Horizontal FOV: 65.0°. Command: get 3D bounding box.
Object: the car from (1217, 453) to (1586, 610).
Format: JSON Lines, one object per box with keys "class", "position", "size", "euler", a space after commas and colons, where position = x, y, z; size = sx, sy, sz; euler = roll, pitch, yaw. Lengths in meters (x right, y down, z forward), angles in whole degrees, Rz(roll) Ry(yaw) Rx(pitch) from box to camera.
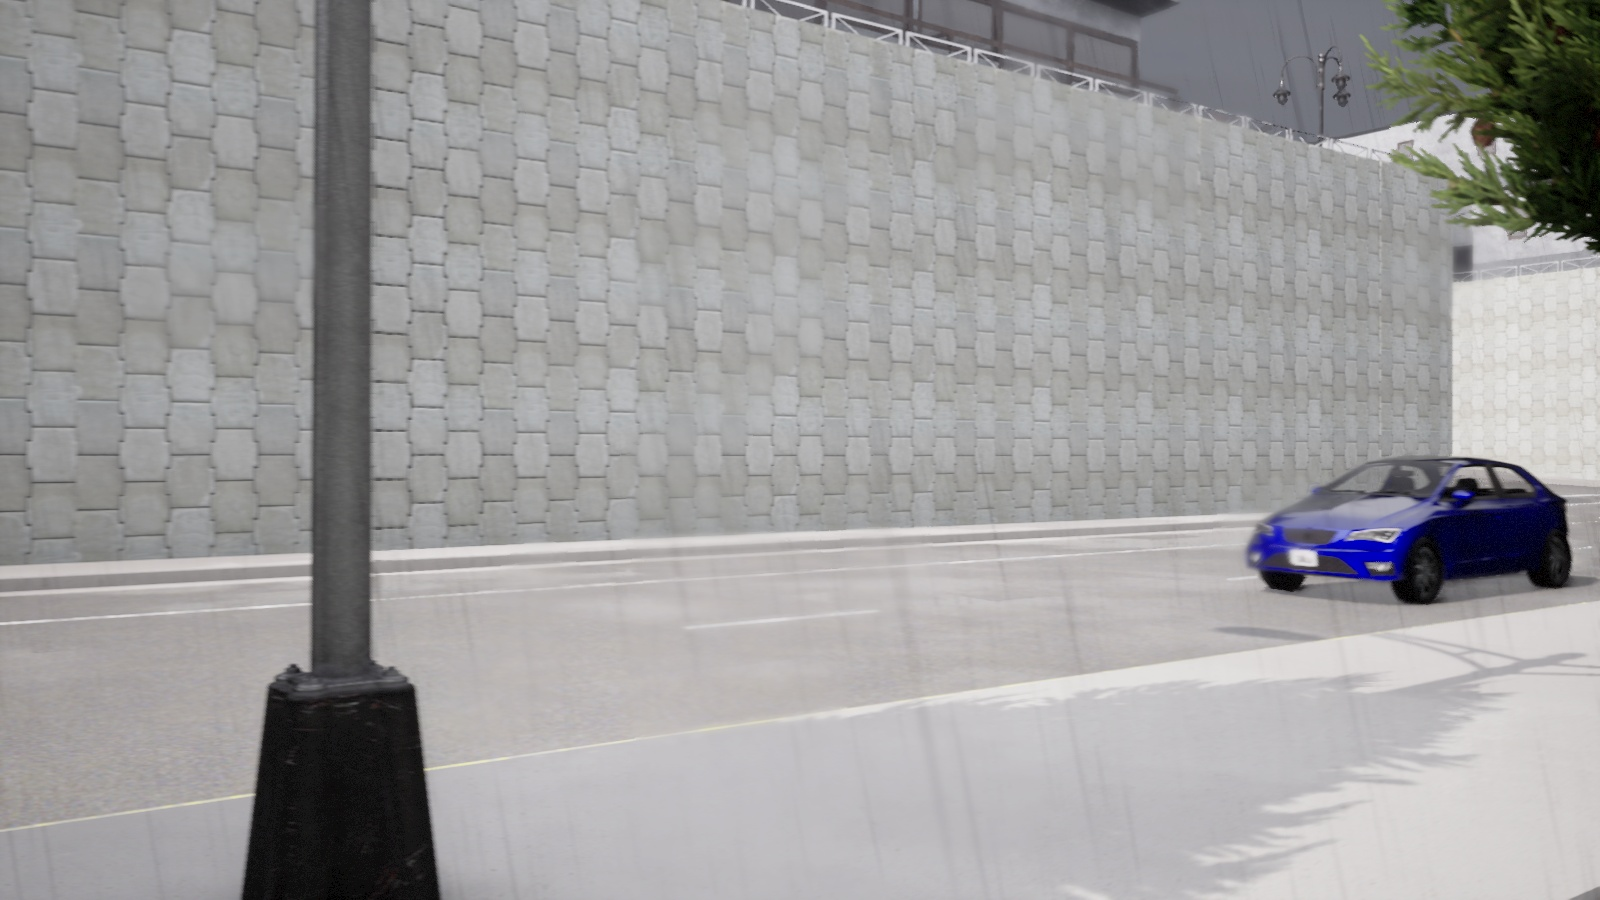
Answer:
{"class": "car", "position": [6.671, 0.778, 13.785], "size": [4.193, 1.474, 1.816], "euler": [0, 0, -35]}
